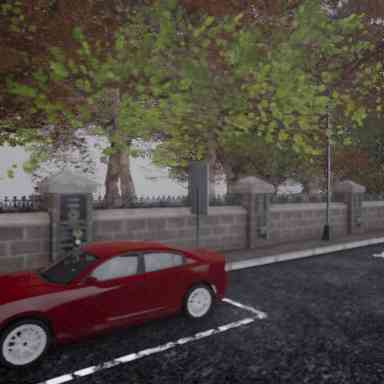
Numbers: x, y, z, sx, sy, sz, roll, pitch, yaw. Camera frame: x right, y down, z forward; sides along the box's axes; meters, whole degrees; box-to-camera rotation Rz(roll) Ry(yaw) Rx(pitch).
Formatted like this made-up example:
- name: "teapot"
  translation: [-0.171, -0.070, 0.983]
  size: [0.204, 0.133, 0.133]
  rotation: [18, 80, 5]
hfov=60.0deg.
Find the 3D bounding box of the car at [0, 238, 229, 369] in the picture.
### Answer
- name: "car"
  translation: [-1.403, 1.541, 5.715]
  size: [4.507, 1.381, 1.887]
  rotation: [0, 0, -35]
